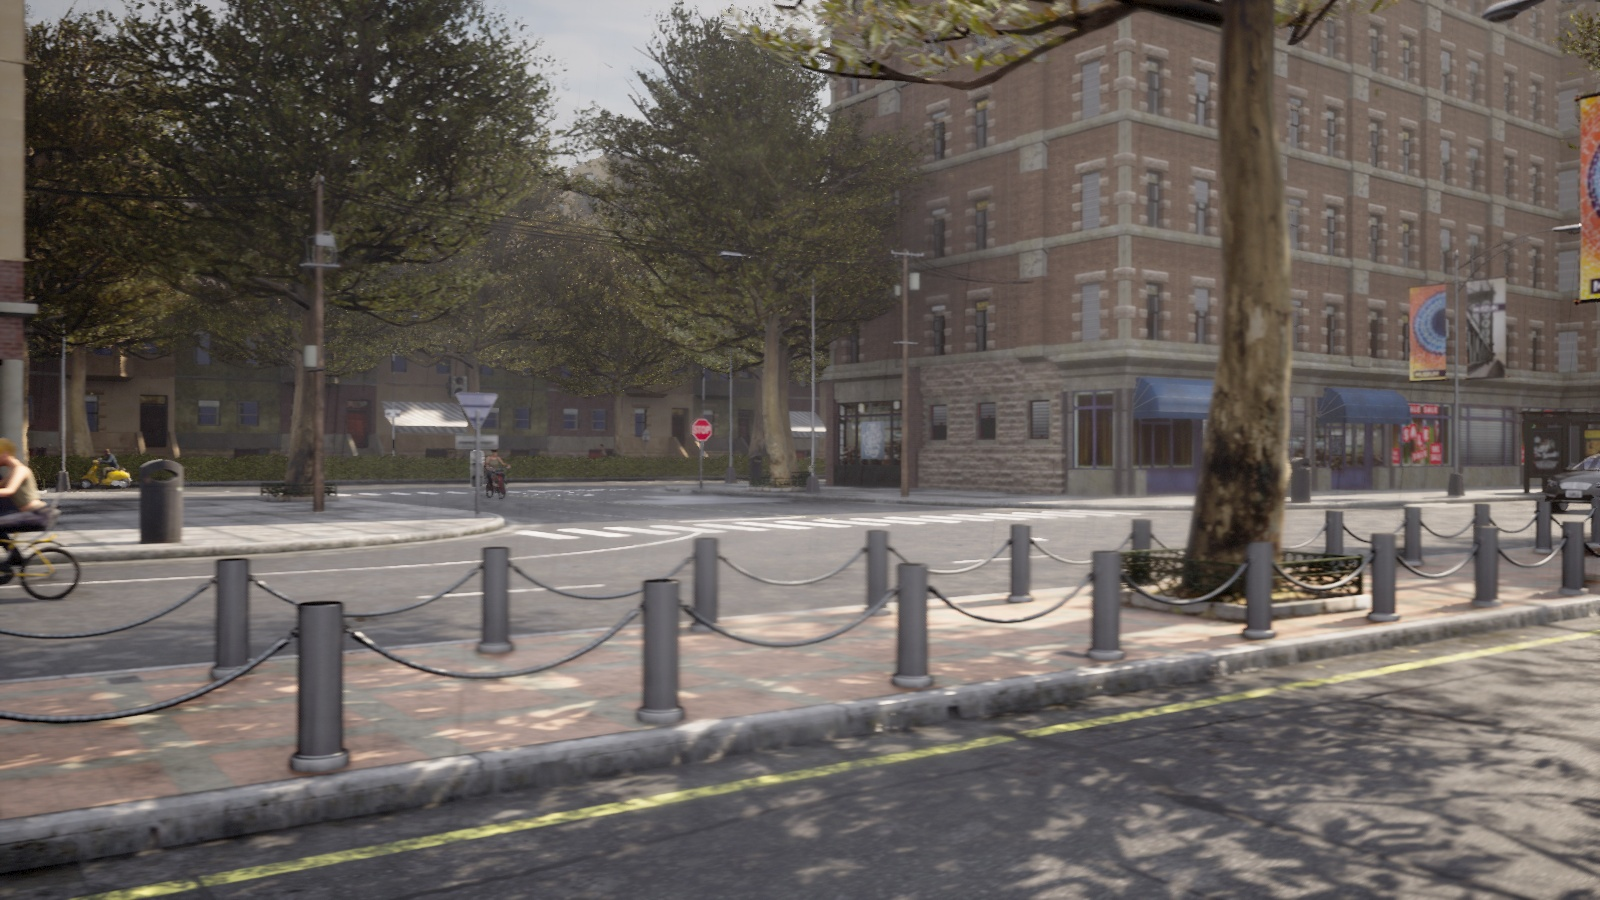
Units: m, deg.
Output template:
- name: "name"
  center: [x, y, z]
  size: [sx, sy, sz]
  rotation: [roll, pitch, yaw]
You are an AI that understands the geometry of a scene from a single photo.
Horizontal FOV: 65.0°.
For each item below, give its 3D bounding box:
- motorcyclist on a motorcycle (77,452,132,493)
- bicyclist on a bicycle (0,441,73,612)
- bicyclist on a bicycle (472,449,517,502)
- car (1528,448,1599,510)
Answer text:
- name: "motorcyclist on a motorcycle"
  center: [-27.284, 0.865, 49.254]
  size: [1.817, 1.590, 0.866]
  rotation: [0, 0, -35]
- name: "bicyclist on a bicycle"
  center: [-7.944, 0.726, 12.137]
  size: [1.509, 1.612, 0.866]
  rotation: [0, 0, -35]
- name: "bicyclist on a bicycle"
  center: [-9.581, 0.784, 39.391]
  size: [0.866, 1.612, 1.509]
  rotation: [0, 0, -36]
- name: "car"
  center: [21.209, 0.712, 32.574]
  size: [4.902, 1.511, 2.128]
  rotation: [0, 0, -34]
